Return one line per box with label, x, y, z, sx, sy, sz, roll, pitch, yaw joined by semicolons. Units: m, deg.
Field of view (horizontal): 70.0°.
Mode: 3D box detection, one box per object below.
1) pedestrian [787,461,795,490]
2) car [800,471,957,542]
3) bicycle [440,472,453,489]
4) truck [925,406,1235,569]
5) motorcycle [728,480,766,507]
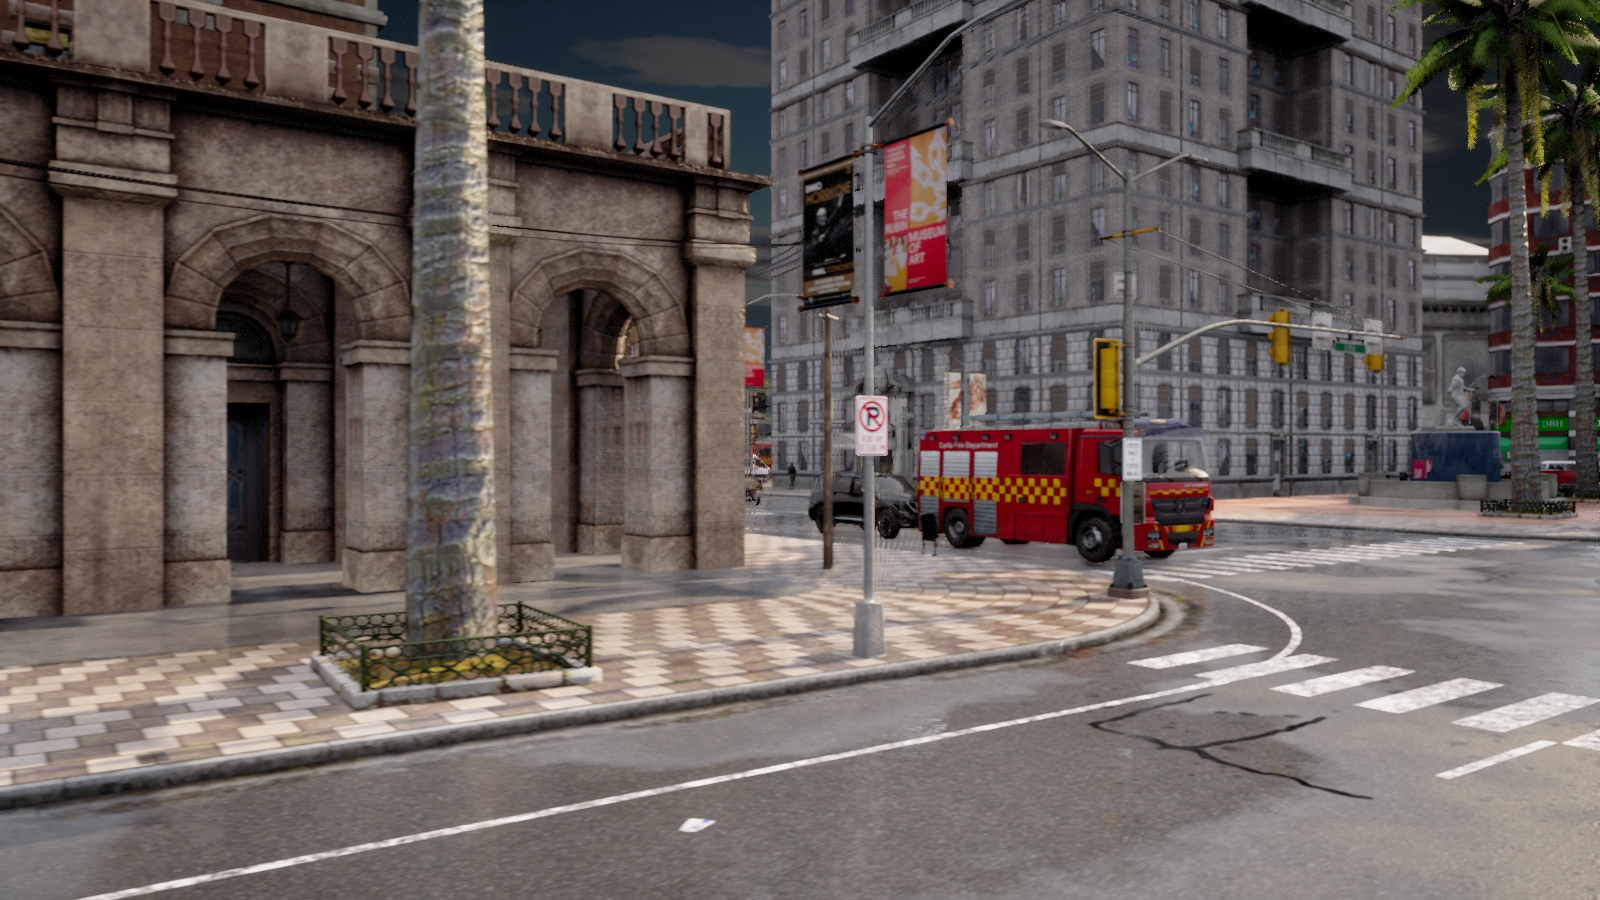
pedestrian;-0.578;1.676;75.089;0.375;1.860;0.375;0;0;-26
car;2.475;1.768;37.735;2.150;2.045;5.566;0;0;-35
bicycle;-25.576;2.197;82.625;0.329;1.171;1.835;0;0;-37
truck;7.290;0.879;31.215;2.891;3.827;8.468;0;0;-34
motorcycle;-2.673;2.155;57.239;0.764;1.277;2.356;0;0;-35
